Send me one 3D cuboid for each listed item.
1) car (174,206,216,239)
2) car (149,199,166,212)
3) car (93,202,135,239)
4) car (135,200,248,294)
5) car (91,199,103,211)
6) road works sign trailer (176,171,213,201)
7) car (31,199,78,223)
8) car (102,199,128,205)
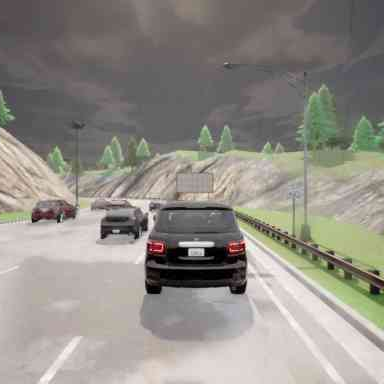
[{"bbox_3d":[0.120,1.558,18.116,1.994,1.385,4.181,0,0,-1],"label":"car"},{"bbox_3d":[-4.217,1.600,40.726,1.895,1.301,4.718,0,0,-5],"label":"car"},{"bbox_3d":[-3.422,1.505,17.414,1.837,1.490,4.892,0,0,0],"label":"car"},{"bbox_3d":[0.088,1.221,8.898,2.150,2.045,5.566,0,0,0],"label":"car"},{"bbox_3d":[-11.368,1.563,41.560,1.994,1.385,4.181,0,0,-7],"label":"car"},{"bbox_3d":[0.188,0.464,21.612,2.380,3.560,2.880,0,0,0],"label":"road works sign trailer"},{"bbox_3d":[-10.446,1.353,25.673,2.097,1.767,4.553,0,0,0],"label":"car"},{"bbox_3d":[-7.149,1.477,32.959,1.882,1.535,5.008,0,0,-3],"label":"car"}]
